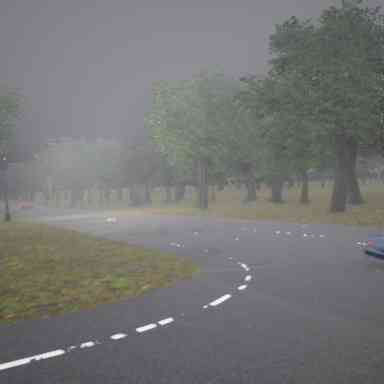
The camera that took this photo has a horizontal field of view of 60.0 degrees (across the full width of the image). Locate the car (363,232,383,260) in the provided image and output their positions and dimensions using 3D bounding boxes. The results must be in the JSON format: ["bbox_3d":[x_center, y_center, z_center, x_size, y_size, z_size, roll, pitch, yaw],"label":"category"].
[{"bbox_3d":[7.759,1.614,9.225,2.033,1.411,5.357,-2,0,-37],"label":"car"}]

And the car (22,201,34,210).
[{"bbox_3d":[-40.778,3.378,82.506,2.150,2.045,5.566,-3,1,-34],"label":"car"}]
